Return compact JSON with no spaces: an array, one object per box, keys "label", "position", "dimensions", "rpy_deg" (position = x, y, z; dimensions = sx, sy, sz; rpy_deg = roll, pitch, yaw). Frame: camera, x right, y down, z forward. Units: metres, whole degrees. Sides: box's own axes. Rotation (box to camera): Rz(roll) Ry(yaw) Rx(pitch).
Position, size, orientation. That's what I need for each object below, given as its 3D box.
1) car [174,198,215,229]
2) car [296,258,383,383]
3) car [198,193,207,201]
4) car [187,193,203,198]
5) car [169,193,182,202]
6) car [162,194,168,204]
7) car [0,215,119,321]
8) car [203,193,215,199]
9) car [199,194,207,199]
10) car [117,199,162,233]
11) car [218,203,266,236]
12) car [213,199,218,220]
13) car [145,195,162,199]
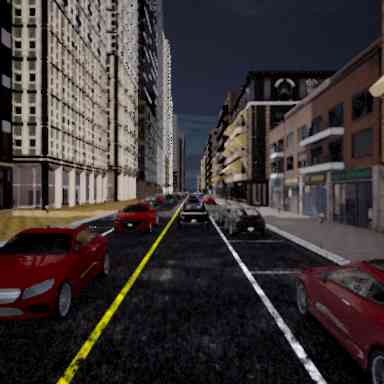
[{"label":"car","position":[0.101,1.369,20.815],"dimensions":[2.128,1.511,4.902],"rpy_deg":[0,0,0]},{"label":"car","position":[2.742,1.555,4.493],"dimensions":[1.802,1.307,4.206],"rpy_deg":[0,0,0]},{"label":"car","position":[2.367,1.063,74.605],"dimensions":[1.882,1.535,5.008],"rpy_deg":[0,0,0]},{"label":"car","position":[0.097,1.258,43.117],"dimensions":[1.837,1.490,4.892],"rpy_deg":[0,1,0]},{"label":"car","position":[-3.012,1.129,65.506],"dimensions":[1.837,1.490,4.892],"rpy_deg":[0,0,1]},{"label":"car","position":[-5.684,1.222,56.950],"dimensions":[1.887,1.381,4.507],"rpy_deg":[0,0,0]},{"label":"car","position":[-3.094,1.482,7.322],"dimensions":[1.812,1.442,4.674],"rpy_deg":[0,0,0]},{"label":"car","position":[2.696,1.289,51.301],"dimensions":[1.802,1.307,4.206],"rpy_deg":[0,0,0]},{"label":"car","position":[2.699,1.098,85.191],"dimensions":[1.947,1.339,4.313],"rpy_deg":[0,0,0]},{"label":"car","position":[-3.082,1.365,19.107],"dimensions":[1.882,1.535,5.008],"rpy_deg":[0,0,0]},{"label":"car","position":[2.693,1.448,17.410],"dimensions":[2.008,1.369,4.403],"rpy_deg":[0,0,0]},{"label":"car","position":[2.694,1.416,23.058],"dimensions":[2.008,1.369,4.403],"rpy_deg":[0,0,0]},{"label":"car","position":[-5.685,1.289,45.652],"dimensions":[2.008,1.369,4.403],"rpy_deg":[0,0,0]}]
